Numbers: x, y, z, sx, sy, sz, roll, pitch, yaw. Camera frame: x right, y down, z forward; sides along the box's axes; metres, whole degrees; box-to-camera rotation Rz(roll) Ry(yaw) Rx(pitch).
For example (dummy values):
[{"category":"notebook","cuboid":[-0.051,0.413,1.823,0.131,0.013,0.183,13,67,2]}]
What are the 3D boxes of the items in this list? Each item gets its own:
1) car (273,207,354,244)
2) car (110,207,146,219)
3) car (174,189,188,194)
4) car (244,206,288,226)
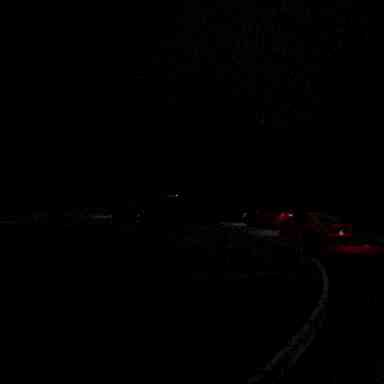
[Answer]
[{"category":"car","cuboid":[6.543,1.831,18.088,1.882,1.535,5.008,1,-1,-11]},{"category":"car","cuboid":[-7.404,2.331,38.036,1.895,1.301,4.718,1,-1,-44]},{"category":"car","cuboid":[-2.485,0.032,91.732,1.837,1.490,4.892,-1,4,23]},{"category":"car","cuboid":[6.150,1.846,25.983,2.097,1.767,4.553,0,-1,-31]}]
